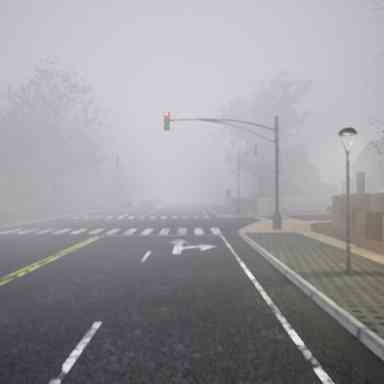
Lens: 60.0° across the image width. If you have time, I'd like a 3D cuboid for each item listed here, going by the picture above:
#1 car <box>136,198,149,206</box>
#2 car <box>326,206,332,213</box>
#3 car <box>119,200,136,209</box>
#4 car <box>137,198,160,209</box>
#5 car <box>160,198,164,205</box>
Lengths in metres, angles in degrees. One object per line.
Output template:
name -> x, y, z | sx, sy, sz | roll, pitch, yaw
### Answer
car -> -9.898, 1.927, 67.216 | 1.837, 1.490, 4.892 | 0, 0, 0
car -> 12.804, 1.193, 25.081 | 4.718, 1.301, 1.895 | -2, -1, -6
car -> -9.932, 1.881, 51.526 | 1.994, 1.385, 4.181 | 0, 0, 0
car -> -6.683, 1.863, 51.286 | 2.033, 1.411, 5.357 | 0, 0, 0
car -> -6.651, 1.928, 66.844 | 2.128, 1.511, 4.902 | 0, 0, 0
